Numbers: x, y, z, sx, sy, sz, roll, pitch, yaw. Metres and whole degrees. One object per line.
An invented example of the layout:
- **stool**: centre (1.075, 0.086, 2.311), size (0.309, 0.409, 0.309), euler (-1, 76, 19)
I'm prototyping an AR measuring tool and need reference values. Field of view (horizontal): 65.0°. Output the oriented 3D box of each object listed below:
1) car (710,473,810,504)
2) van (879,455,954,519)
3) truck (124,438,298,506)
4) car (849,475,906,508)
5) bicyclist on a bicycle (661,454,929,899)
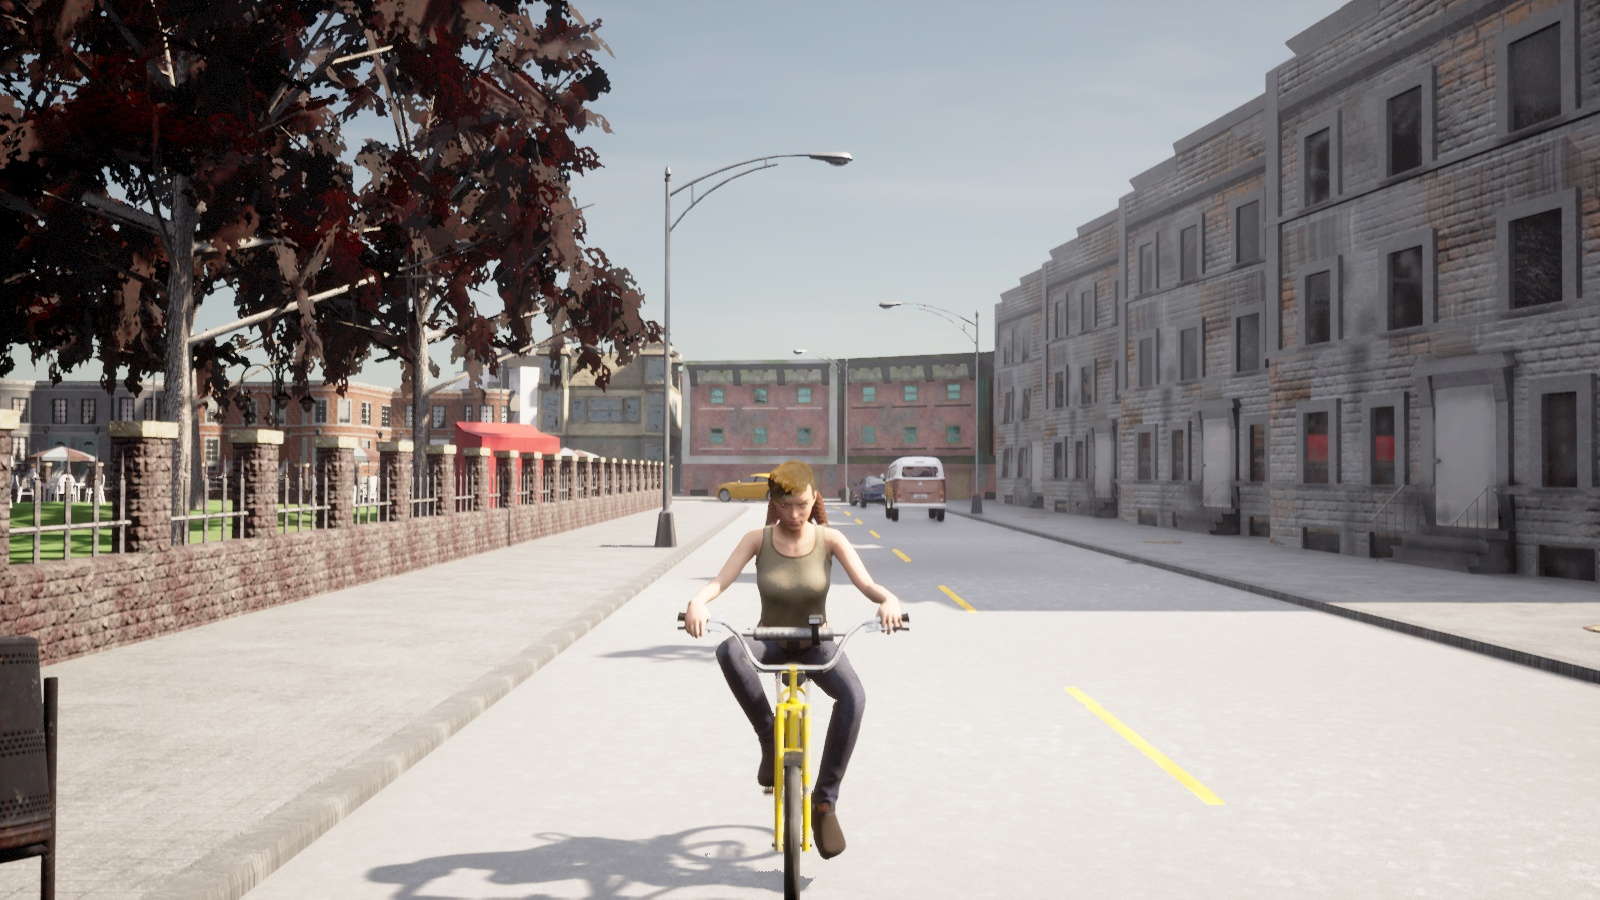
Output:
- **car**: centre (-2.101, 1.990, 65.597), size (5.008, 1.535, 1.882), euler (-1, -1, 33)
- **van**: centre (3.851, 1.276, 42.238), size (2.069, 2.038, 4.480), euler (0, -3, 0)
- **truck**: centre (-31.252, 1.168, 66.848), size (7.936, 3.462, 2.891), euler (0, -1, 0)
- **car**: centre (3.526, 1.881, 58.141), size (1.812, 1.442, 4.674), euler (0, -1, -7)
- **bicyclist on a bicycle**: centre (-0.019, 0.840, 4.833), size (0.866, 1.612, 1.509), euler (0, -2, 0)
